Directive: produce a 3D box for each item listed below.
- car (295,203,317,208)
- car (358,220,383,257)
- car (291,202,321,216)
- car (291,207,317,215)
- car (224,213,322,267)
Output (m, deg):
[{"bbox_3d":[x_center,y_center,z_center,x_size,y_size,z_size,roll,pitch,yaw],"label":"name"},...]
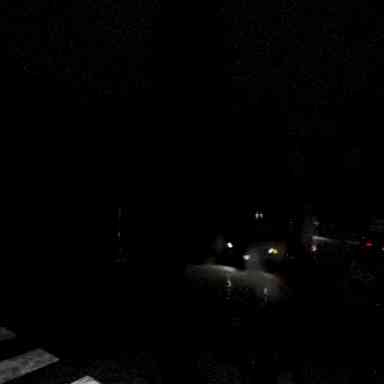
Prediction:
[{"bbox_3d":[10.408,2.050,31.560,2.033,1.411,5.357,3,0,12],"label":"car"},{"bbox_3d":[8.019,1.896,13.847,1.812,1.442,4.674,3,0,29],"label":"car"},{"bbox_3d":[15.168,2.226,44.551,2.128,1.511,4.902,3,0,-1],"label":"car"},{"bbox_3d":[7.401,1.918,21.585,1.994,1.385,4.181,3,0,22],"label":"car"},{"bbox_3d":[3.138,1.698,12.508,2.033,1.411,5.357,3,0,32],"label":"car"}]
